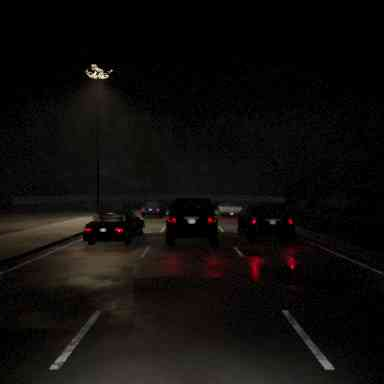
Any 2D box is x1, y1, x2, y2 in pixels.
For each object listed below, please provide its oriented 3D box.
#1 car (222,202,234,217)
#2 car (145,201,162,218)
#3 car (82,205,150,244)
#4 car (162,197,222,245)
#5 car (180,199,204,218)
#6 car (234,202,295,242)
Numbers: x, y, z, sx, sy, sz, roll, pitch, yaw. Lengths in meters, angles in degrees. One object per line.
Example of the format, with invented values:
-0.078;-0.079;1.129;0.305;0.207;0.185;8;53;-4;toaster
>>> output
3.546;1.601;31.367;1.895;1.301;4.718;0;0;1;car
-3.476;1.548;30.646;2.033;1.411;5.357;0;0;1;car
-3.489;1.548;15.631;2.033;1.411;5.357;0;0;0;car
0.011;1.225;15.687;2.150;2.045;5.566;0;0;0;car
0.058;1.493;31.626;2.128;1.511;4.902;0;0;1;car
3.524;1.351;16.546;2.097;1.767;4.553;0;0;1;car
